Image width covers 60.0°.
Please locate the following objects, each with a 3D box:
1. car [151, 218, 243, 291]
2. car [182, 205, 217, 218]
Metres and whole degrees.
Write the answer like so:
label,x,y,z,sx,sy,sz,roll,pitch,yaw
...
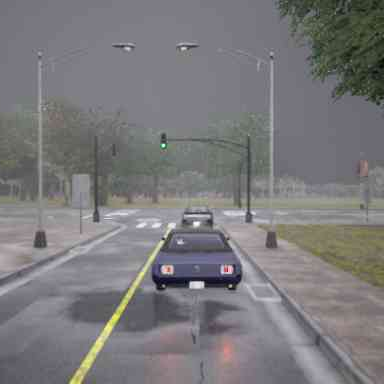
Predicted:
label,x,y,z,sx,sy,sz,roll,pitch,yaw
car,0.102,1.607,8.972,1.895,1.301,4.718,0,0,0
car,0.443,1.523,20.578,2.128,1.511,4.902,0,0,4
